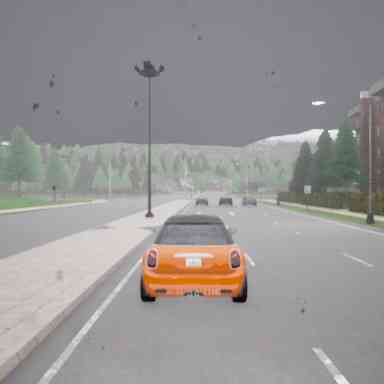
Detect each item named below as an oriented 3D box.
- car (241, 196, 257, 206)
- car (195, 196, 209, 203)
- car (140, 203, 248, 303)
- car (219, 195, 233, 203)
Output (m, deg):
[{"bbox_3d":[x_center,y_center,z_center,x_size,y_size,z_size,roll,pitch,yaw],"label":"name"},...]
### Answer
[{"bbox_3d":[8.467,1.317,49.366,2.033,1.411,5.357,0,0,2],"label":"car"},{"bbox_3d":[1.459,1.296,49.282,1.812,1.442,4.674,0,0,2],"label":"car"},{"bbox_3d":[0.065,1.313,8.303,2.097,1.767,4.553,0,0,1],"label":"car"},{"bbox_3d":[4.969,1.246,49.494,1.882,1.535,5.008,0,0,2],"label":"car"}]
